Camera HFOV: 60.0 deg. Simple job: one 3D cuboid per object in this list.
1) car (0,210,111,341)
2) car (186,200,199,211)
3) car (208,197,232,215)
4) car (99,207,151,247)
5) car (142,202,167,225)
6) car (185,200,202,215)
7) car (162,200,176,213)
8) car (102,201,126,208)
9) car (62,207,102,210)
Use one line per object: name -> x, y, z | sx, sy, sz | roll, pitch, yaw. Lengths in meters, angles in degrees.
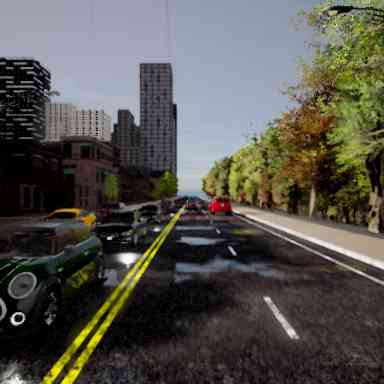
car -> -3.346, 1.421, 6.892 | 2.097, 1.767, 4.553 | 0, -1, 0
car -> 0.041, 1.974, 50.411 | 1.882, 1.535, 5.008 | 0, 0, 0
car -> 3.370, 1.605, 38.723 | 2.150, 2.045, 5.566 | 0, -1, 0
car -> -3.339, 1.663, 15.951 | 1.837, 1.490, 4.892 | 0, -1, 0
car -> -3.326, 1.769, 26.556 | 1.837, 1.490, 4.892 | 0, -1, 0
car -> 0.124, 1.884, 39.623 | 2.128, 1.511, 4.902 | 0, -1, 0
car -> -3.225, 1.776, 42.990 | 2.097, 1.767, 4.553 | 0, 0, 0
car -> -6.572, 1.624, 27.492 | 2.097, 1.767, 4.553 | 0, -1, 0
car -> -6.588, 1.653, 17.711 | 1.882, 1.535, 5.008 | 0, -1, 0
